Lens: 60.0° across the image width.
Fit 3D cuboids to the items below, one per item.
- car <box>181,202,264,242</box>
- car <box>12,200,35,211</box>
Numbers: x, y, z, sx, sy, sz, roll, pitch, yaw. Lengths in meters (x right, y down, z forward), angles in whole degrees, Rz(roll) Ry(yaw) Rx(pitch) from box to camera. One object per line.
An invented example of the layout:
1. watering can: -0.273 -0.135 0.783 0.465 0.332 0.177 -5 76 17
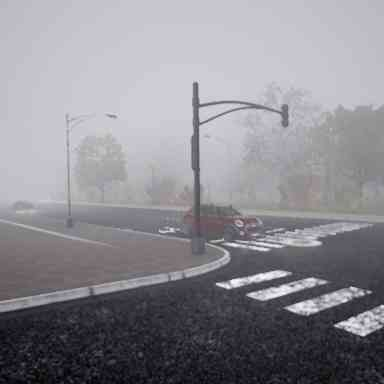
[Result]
1. car: 1.511 1.453 17.488 2.097 1.767 4.553 -2 1 -43
2. car: -22.554 1.768 44.454 1.994 1.385 4.181 -2 1 -41
